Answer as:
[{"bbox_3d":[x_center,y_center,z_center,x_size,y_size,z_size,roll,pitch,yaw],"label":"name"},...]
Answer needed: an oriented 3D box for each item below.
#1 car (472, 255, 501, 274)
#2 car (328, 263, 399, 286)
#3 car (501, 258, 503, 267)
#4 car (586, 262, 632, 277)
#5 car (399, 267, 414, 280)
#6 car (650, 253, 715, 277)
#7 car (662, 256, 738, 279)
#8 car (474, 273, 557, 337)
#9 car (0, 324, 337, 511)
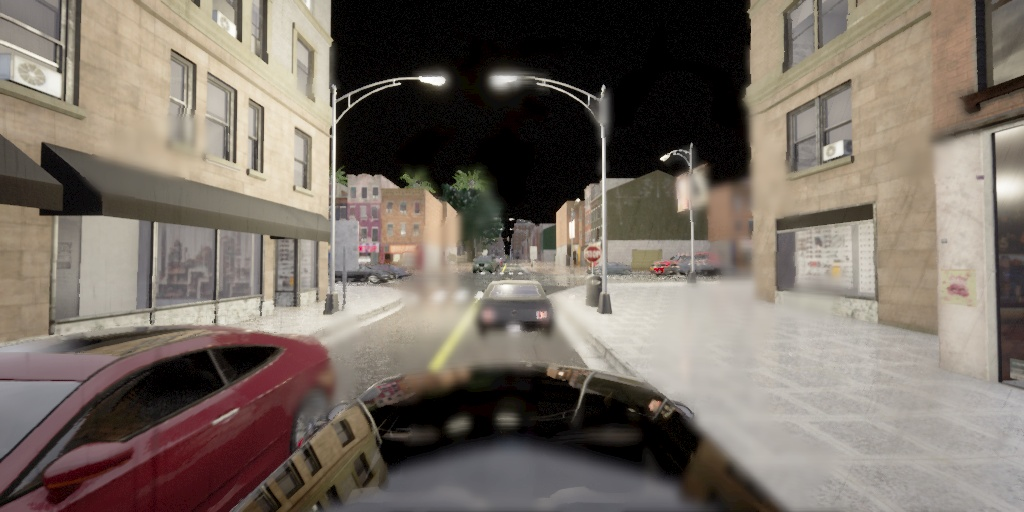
[{"bbox_3d":[-3.062,0.931,41.772,2.150,2.045,5.566,0,1,6],"label":"car"},{"bbox_3d":[-10.430,1.188,23.875,4.892,1.490,1.837,0,-1,-1],"label":"car"},{"bbox_3d":[-2.649,1.299,52.827,1.895,1.301,4.718,0,0,0],"label":"car"},{"bbox_3d":[9.189,1.274,34.046,4.181,1.385,1.994,-1,-1,-1],"label":"car"},{"bbox_3d":[-11.172,1.380,30.548,5.357,1.411,2.033,0,-1,0],"label":"car"},{"bbox_3d":[14.838,0.792,30.870,5.566,2.045,2.150,-1,-1,-1],"label":"car"},{"bbox_3d":[14.586,0.991,27.414,4.902,1.511,2.128,-1,-1,-1],"label":"car"},{"bbox_3d":[0.091,1.349,10.228,1.895,1.301,4.718,0,0,0],"label":"car"},{"bbox_3d":[-2.831,1.276,2.193,1.812,1.442,4.674,0,0,0],"label":"car"}]
